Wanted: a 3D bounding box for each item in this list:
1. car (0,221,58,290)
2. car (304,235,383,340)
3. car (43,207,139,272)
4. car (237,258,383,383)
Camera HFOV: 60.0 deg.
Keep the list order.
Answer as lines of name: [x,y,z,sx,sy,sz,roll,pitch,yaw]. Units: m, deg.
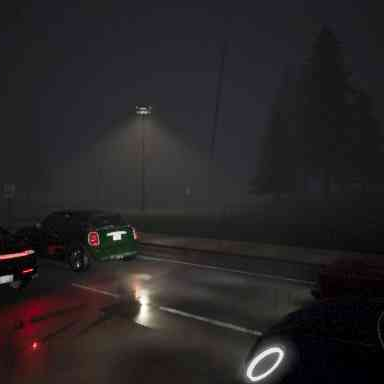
car: [-5.611,1.491,7.893,4.902,1.511,2.128,0,0,36]
car: [4.413,1.601,5.141,4.718,1.301,1.895,0,0,36]
car: [-3.925,1.352,10.992,4.553,1.767,2.097,0,0,36]
car: [2.551,1.352,2.169,4.553,1.767,2.097,0,0,36]
